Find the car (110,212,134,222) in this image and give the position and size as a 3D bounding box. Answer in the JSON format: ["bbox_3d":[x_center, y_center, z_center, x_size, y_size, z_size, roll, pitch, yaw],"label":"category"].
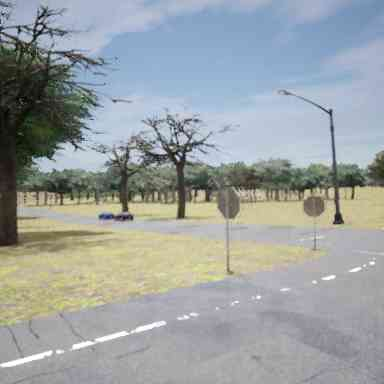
[{"bbox_3d":[-11.326,4.039,55.106,1.882,1.535,5.008,-2,-2,-34],"label":"car"}]

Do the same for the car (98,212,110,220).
[{"bbox_3d":[-15.816,4.364,61.613,1.882,1.535,5.008,-2,-1,-34],"label":"car"}]
